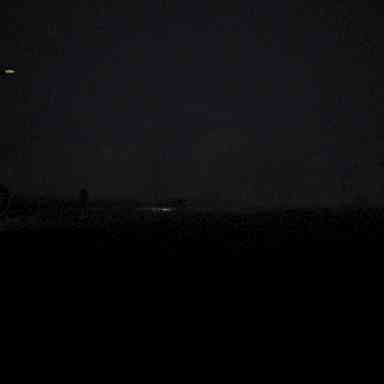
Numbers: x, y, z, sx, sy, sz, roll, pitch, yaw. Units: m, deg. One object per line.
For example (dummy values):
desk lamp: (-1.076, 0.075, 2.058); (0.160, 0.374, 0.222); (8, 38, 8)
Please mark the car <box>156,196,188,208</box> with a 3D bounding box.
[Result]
car: (-2.502, 1.257, 42.535); (1.882, 1.535, 5.008); (3, 2, 36)
